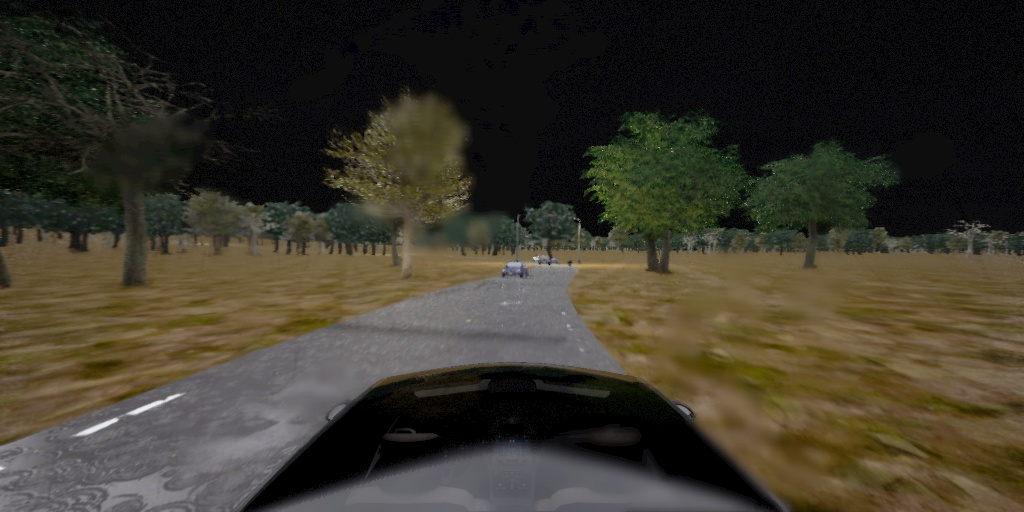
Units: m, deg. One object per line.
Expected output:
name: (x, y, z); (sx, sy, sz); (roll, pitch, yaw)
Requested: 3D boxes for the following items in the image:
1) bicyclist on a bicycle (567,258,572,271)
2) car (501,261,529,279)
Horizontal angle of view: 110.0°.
bicyclist on a bicycle: (7.785, 1.181, 48.594); (0.659, 1.776, 1.843); (2, 1, 11)
car: (0.349, 1.217, 32.785); (1.812, 1.442, 4.674); (2, 0, 12)
